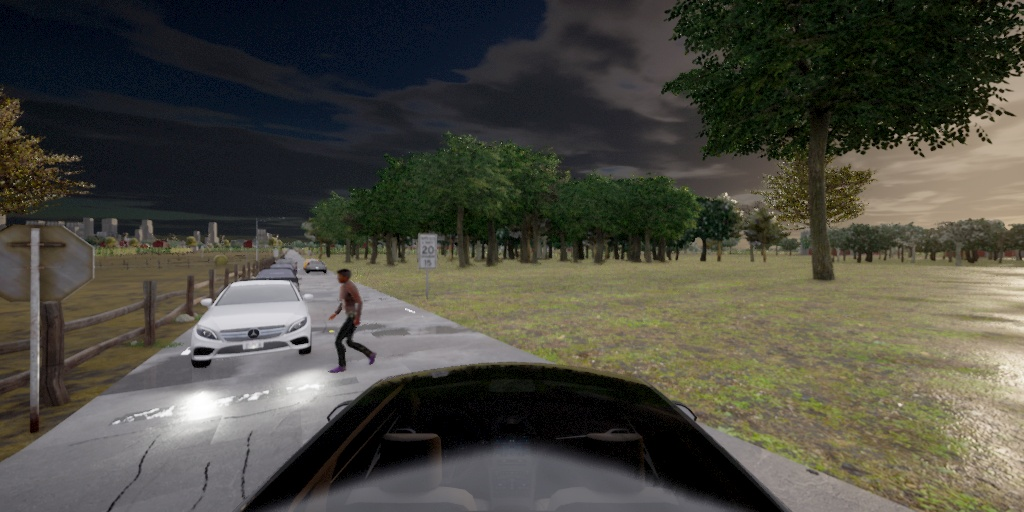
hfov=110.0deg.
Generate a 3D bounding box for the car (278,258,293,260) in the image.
[{"bbox_3d":[-23.276,1.021,36.855,2.097,1.767,4.553,0,0,-31],"label":"car"}]

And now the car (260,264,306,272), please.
[{"bbox_3d":[-11.131,1.268,17.003,2.033,1.411,5.357,0,0,-32],"label":"car"}]

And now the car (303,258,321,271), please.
[{"bbox_3d":[-27.253,1.106,48.788,1.882,1.535,5.008,0,0,-32],"label":"car"}]

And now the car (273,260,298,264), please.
[{"bbox_3d":[-16.725,1.246,26.097,2.033,1.411,5.357,0,0,-32],"label":"car"}]

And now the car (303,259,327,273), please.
[{"bbox_3d":[-22.006,1.232,40.272,1.994,1.385,4.181,0,0,-31],"label":"car"}]

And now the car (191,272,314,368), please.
[{"bbox_3d":[-5.694,1.267,8.178,1.812,1.442,4.674,0,0,-32],"label":"car"}]

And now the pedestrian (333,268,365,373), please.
[{"bbox_3d":[-2.824,1.044,6.208,0.375,1.860,0.375,0,0,-32],"label":"pedestrian"}]
